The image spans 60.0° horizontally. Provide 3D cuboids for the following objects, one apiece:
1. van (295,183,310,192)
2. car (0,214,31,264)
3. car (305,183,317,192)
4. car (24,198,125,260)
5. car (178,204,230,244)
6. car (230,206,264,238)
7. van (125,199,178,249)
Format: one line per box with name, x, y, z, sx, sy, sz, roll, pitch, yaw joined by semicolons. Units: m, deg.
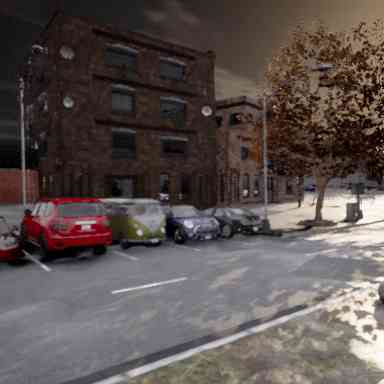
van;27.169;-1.220;81.731;1.878;1.987;4.442;5;5;40
car;-7.175;1.523;11.249;2.163;1.488;4.792;0;0;-36
car;28.595;-0.744;79.076;2.097;1.535;5.008;5;5;40
car;-5.021;1.248;12.924;2.435;2.045;5.566;0;0;-37
car;-0.625;1.377;16.232;2.185;1.767;4.553;0;0;-37
car;1.601;1.504;17.856;2.231;1.521;4.892;0;0;-37
van;-2.742;1.275;14.460;1.878;1.987;4.442;0;0;-37
